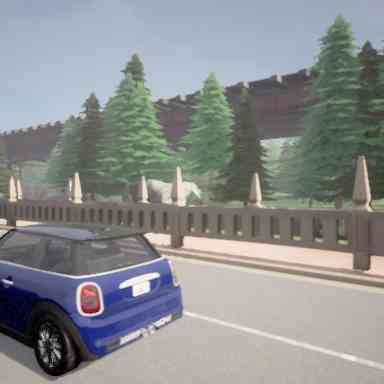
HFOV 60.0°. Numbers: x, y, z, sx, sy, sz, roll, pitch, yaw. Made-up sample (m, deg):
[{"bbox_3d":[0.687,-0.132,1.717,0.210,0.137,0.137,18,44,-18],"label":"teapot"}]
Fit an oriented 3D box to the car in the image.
[{"bbox_3d":[-2.411,1.312,5.740,4.553,1.767,2.097,0,0,36],"label":"car"}]
